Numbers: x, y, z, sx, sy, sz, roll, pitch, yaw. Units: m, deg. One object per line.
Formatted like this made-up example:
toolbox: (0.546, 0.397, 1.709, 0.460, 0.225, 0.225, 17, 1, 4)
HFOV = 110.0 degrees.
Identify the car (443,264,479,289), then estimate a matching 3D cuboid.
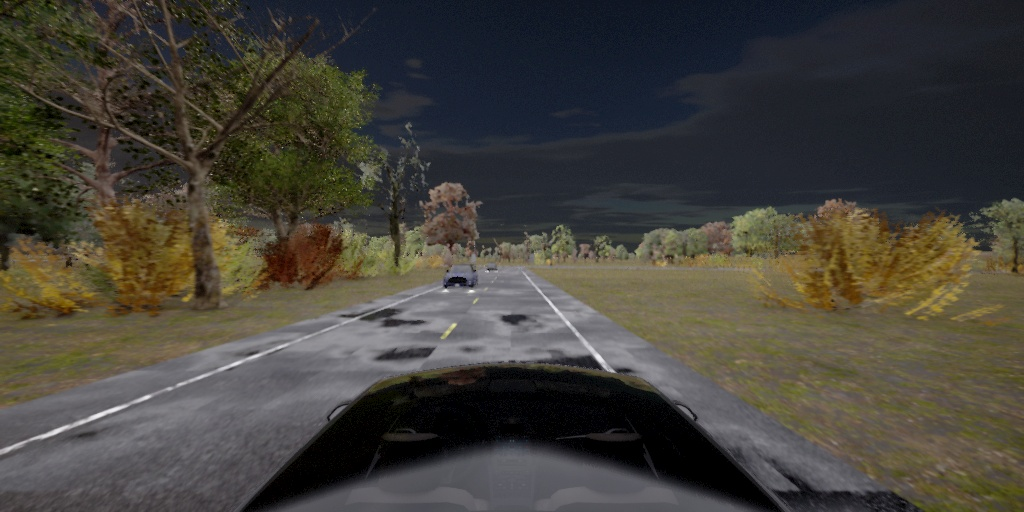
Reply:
car: (-3.599, 1.357, 25.838, 2.097, 1.767, 4.553, 0, -1, 0)

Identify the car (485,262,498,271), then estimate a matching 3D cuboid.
car: (-3.508, 1.865, 62.127, 1.837, 1.490, 4.892, 0, 1, 0)
